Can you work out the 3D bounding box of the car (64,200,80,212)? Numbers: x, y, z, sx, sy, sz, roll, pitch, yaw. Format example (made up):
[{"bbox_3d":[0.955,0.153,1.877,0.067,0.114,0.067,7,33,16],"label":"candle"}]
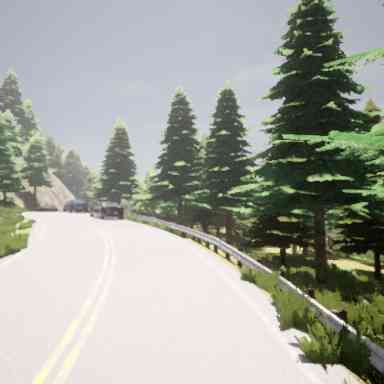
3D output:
[{"bbox_3d":[-15.725,1.912,43.516,1.812,1.442,4.674,2,-4,-20],"label":"car"}]

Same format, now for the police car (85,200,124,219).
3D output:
[{"bbox_3d":[-7.843,1.562,30.351,1.930,1.638,5.238,3,-1,-33],"label":"police car"}]

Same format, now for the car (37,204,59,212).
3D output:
[{"bbox_3d":[-21.608,2.554,50.179,2.033,1.411,5.357,0,-6,-8],"label":"car"}]

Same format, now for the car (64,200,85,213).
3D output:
[{"bbox_3d":[-13.362,1.624,38.435,1.882,1.535,5.008,2,-3,-29],"label":"car"}]
